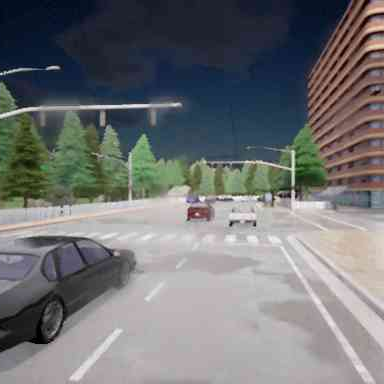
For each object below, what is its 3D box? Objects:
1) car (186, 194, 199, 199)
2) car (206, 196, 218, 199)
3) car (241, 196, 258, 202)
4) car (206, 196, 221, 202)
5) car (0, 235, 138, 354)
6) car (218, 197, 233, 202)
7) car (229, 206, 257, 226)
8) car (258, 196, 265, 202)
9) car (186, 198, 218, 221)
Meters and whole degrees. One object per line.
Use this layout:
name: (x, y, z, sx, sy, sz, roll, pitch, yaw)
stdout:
car: (0.143, 1.405, 68.434, 2.150, 2.045, 5.566, 0, 0, 9)
car: (3.371, 1.727, 66.528, 2.033, 1.411, 5.357, 0, 0, 9)
car: (13.996, 1.778, 83.976, 1.812, 1.442, 4.674, 0, 0, 39)
car: (5.460, 1.757, 83.624, 1.812, 1.442, 4.674, 0, 0, 28)
car: (-2.737, 1.558, 6.432, 2.033, 1.411, 5.357, 0, 0, 10)
car: (8.400, 1.830, 81.716, 1.895, 1.301, 4.718, 0, 0, 28)
car: (3.746, 1.713, 24.465, 1.895, 1.301, 4.718, 0, 0, 9)
car: (18.007, 1.787, 83.469, 2.128, 1.511, 4.902, 0, 0, 39)
car: (0.803, 1.580, 28.156, 1.882, 1.535, 5.008, 0, 0, 9)
